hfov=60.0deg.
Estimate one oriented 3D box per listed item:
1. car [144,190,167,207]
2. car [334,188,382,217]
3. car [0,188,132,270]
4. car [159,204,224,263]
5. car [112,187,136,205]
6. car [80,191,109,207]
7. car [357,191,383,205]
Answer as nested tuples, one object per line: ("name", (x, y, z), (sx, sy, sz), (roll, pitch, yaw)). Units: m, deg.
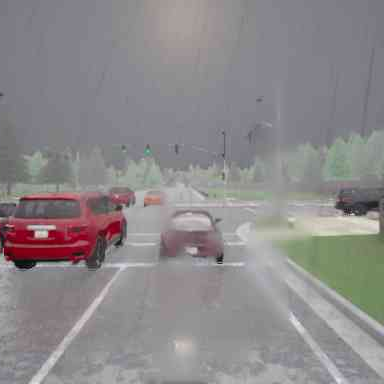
("car", (-3.899, 0.619, 35.851), (2.097, 1.767, 4.553), (0, 1, -1))
("car", (13.320, 0.704, 24.107), (5.566, 2.045, 2.150), (0, 1, 3))
("car", (-3.543, 1.011, 10.430), (2.150, 2.045, 5.566), (0, 1, -1))
("car", (-0.003, 1.299, 10.891), (1.812, 1.442, 4.674), (0, 1, 0))
("car", (-7.389, 0.507, 35.155), (2.150, 2.045, 5.566), (0, 1, -1))
("car", (-10.924, 0.719, 37.599), (1.882, 1.535, 5.008), (0, 1, -1))
("car", (22.276, 0.666, 39.114), (4.892, 1.490, 1.837), (0, 1, 0))
